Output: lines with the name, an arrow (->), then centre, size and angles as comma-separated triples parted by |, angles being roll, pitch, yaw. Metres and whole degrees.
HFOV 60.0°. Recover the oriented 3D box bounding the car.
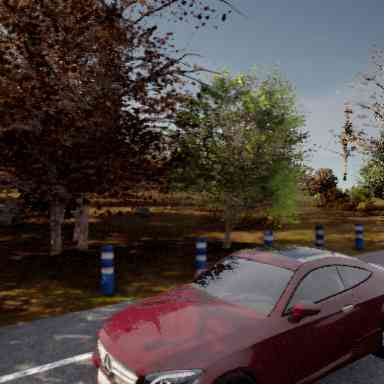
car -> 1.099, 1.514, 4.423 | 4.674, 1.442, 1.812 | 0, 0, -35
